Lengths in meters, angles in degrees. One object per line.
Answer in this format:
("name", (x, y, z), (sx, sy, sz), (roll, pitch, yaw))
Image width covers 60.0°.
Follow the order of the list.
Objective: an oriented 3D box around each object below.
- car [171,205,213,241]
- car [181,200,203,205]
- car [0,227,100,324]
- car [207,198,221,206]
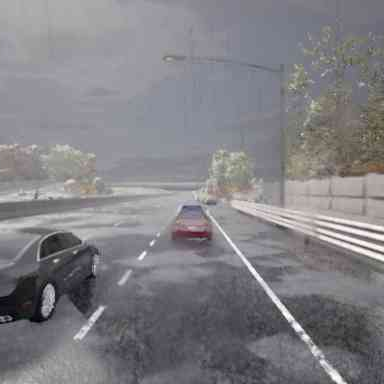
("car", (-0.005, 1.581, 16.924), (1.994, 1.385, 4.181), (0, 0, 0))
("car", (0.001, 1.514, 31.257), (1.882, 1.535, 5.008), (0, 0, 0))
("car", (-3.402, 1.511, 7.172), (1.837, 1.490, 4.892), (0, 0, 0))
("car", (4.138, 1.831, 61.515), (1.837, 1.490, 4.892), (0, -2, 17))
